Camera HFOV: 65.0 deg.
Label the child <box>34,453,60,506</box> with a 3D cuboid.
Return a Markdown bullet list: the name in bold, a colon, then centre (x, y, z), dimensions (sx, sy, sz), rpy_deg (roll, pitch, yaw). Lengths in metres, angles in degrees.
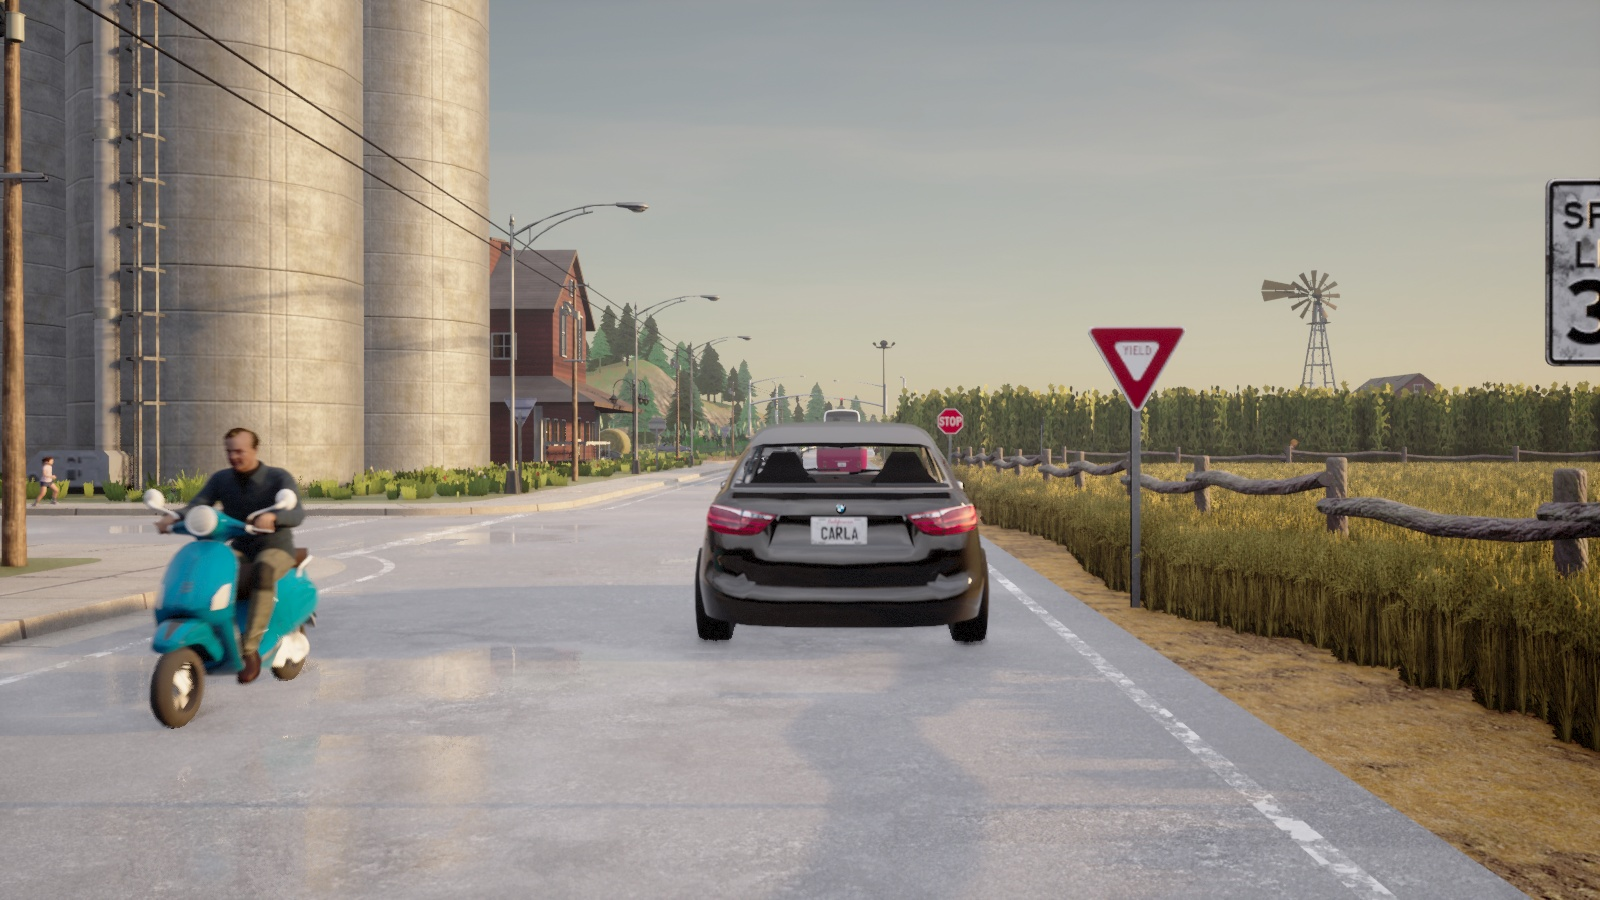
- **child**: centre (-15.922, 0.619, 26.542), dimensions (0.394, 1.110, 0.255), rpy_deg (0, 0, 5)

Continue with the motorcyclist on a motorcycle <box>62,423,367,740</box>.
- **motorcyclist on a motorcycle**: centre (-3.259, 0.656, 7.225), dimensions (0.866, 1.590, 1.817), rpy_deg (0, 0, 2)

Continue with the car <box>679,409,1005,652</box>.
- **car**: centre (0.364, 0.530, 10.961), dimensions (2.242, 1.667, 4.611), rpy_deg (0, 0, 2)
